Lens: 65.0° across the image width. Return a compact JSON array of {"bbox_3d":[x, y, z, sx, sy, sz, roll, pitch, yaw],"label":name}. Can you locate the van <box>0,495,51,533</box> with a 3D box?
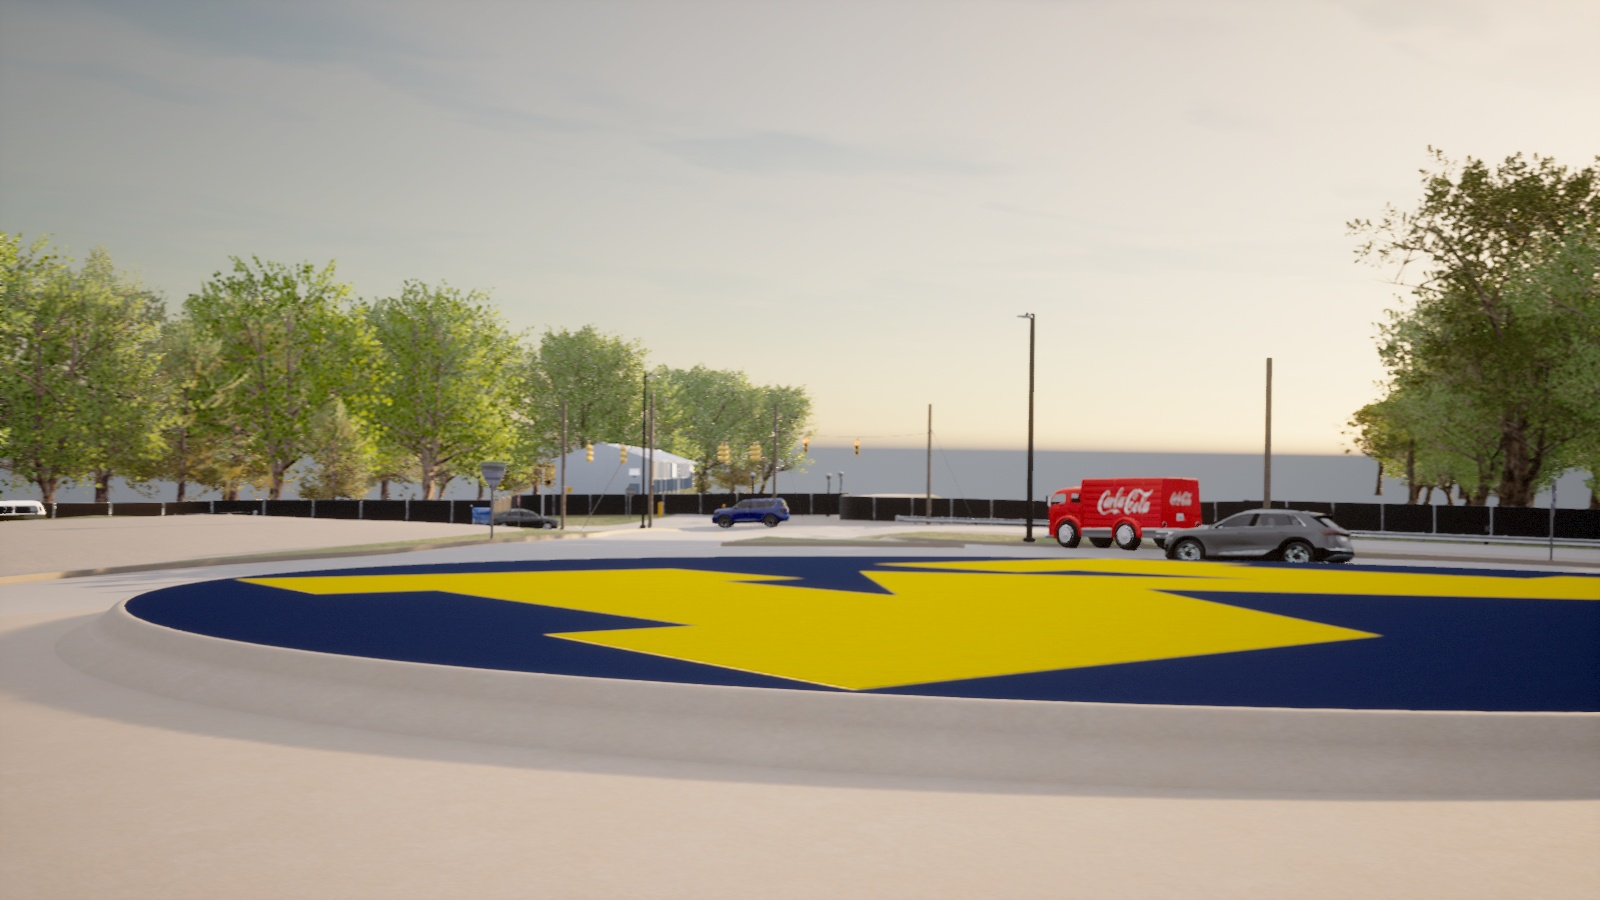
[{"bbox_3d":[-44.843,3.557,70.374,2.069,2.038,4.480,1,-1,45],"label":"van"}]

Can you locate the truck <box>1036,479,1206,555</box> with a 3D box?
[{"bbox_3d":[11.044,2.319,43.537,2.627,2.467,5.204,3,-4,-38],"label":"truck"}]

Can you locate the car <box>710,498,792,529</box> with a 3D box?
[{"bbox_3d":[-3.452,4.519,89.728,5.566,2.045,2.150,-1,0,7],"label":"car"}]

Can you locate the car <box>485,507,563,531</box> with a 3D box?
[{"bbox_3d":[-18.769,4.690,85.373,4.892,1.490,1.837,2,0,-21],"label":"car"}]

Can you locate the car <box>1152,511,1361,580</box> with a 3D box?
[{"bbox_3d":[12.182,2.530,33.671,4.856,1.649,2.033,-2,-7,40],"label":"car"}]
